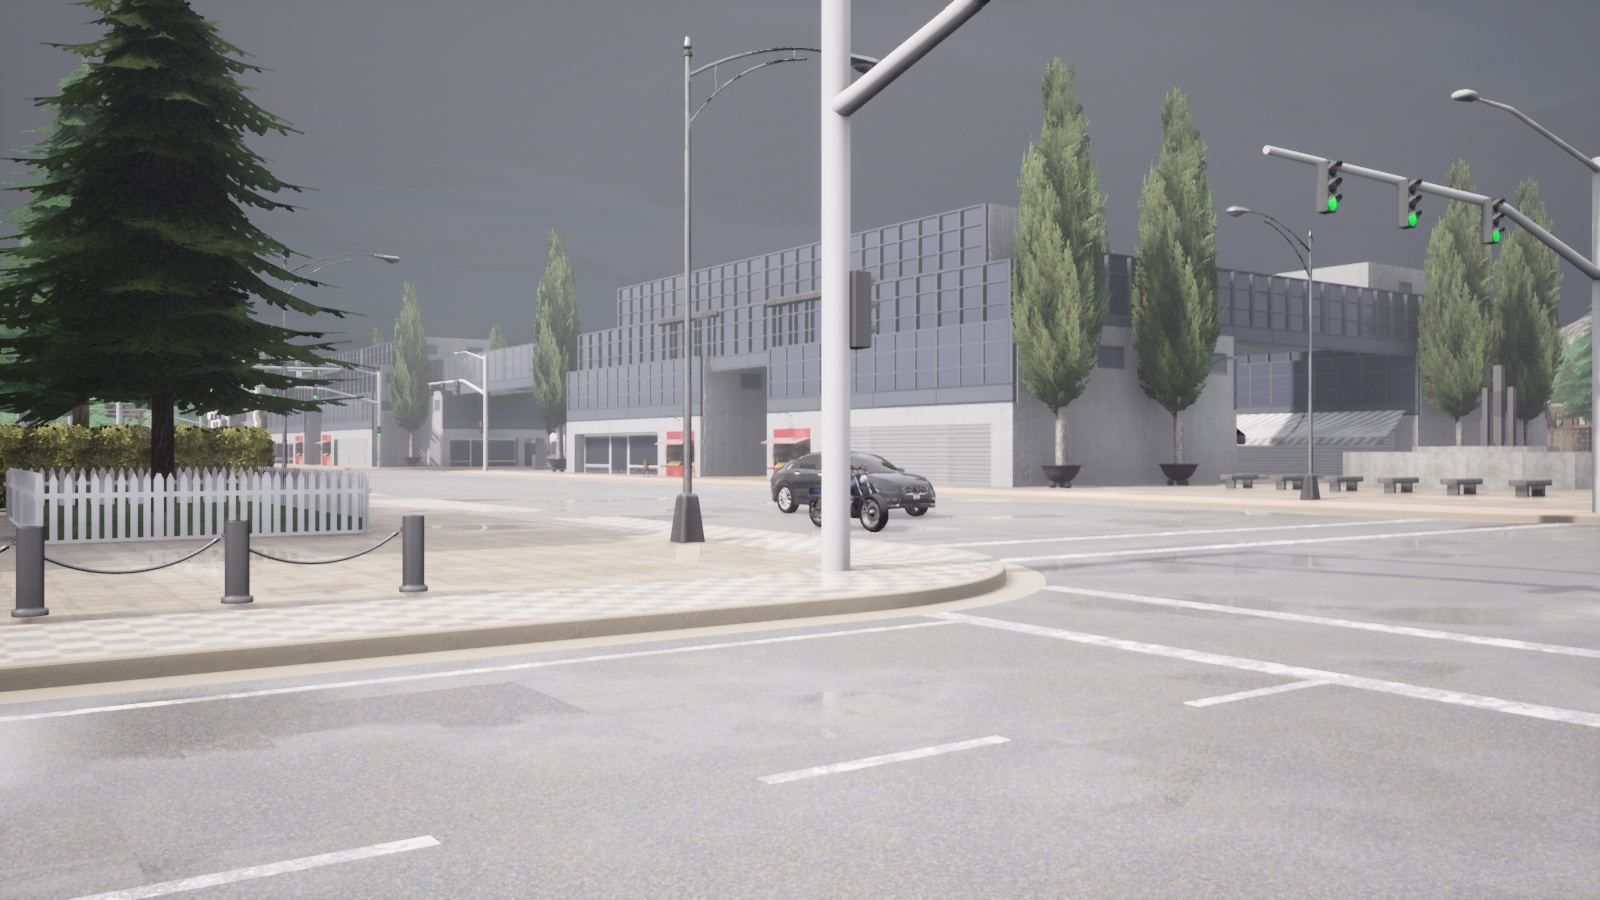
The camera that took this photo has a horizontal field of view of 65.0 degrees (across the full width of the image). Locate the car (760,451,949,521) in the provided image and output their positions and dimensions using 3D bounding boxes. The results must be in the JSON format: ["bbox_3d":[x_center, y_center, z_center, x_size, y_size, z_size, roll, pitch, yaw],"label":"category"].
[{"bbox_3d":[1.173,0.787,29.581,1.837,1.490,4.892,0,0,-35],"label":"car"}]

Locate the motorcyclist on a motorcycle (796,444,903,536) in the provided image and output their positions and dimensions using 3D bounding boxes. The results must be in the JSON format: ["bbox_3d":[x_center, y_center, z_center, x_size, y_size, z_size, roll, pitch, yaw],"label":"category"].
[{"bbox_3d":[0.901,0.725,23.853,0.766,1.649,2.350,0,0,-35],"label":"motorcyclist on a motorcycle"}]
